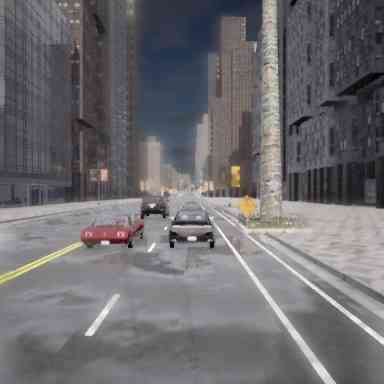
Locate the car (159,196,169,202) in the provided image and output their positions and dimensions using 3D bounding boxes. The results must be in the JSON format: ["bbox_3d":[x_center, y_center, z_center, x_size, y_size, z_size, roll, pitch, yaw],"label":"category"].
[{"bbox_3d":[-6.500,1.650,76.714,1.994,1.385,4.181,0,0,0],"label":"car"}]

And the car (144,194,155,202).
[{"bbox_3d":[-9.750,1.453,76.745,2.097,1.767,4.553,0,0,0],"label":"car"}]

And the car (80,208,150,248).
[{"bbox_3d":[-3.250,1.621,14.681,1.895,1.301,4.718,0,0,0],"label":"car"}]

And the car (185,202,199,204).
[{"bbox_3d":[0.001,1.586,29.652,2.033,1.411,5.357,0,0,0],"label":"car"}]

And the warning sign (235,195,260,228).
[{"bbox_3d":[3.232,1.123,19.597,1.300,1.860,1.060,0,0,0],"label":"warning sign"}]

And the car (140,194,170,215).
[{"bbox_3d":[-3.249,1.281,29.682,2.150,2.045,5.566,0,0,0],"label":"car"}]

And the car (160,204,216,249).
[{"bbox_3d":[0.000,1.500,14.651,2.128,1.511,4.902,0,0,0],"label":"car"}]
